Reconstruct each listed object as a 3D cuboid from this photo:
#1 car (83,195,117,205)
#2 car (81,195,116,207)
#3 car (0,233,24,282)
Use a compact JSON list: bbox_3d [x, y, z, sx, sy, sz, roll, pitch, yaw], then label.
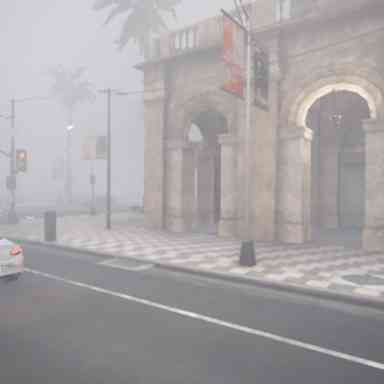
[{"bbox_3d":[-14.173,1.199,51.362,2.161,1.482,4.786,1,0,35],"label":"car"},{"bbox_3d":[-12.024,1.240,43.046,1.837,1.490,4.892,1,0,36],"label":"car"},{"bbox_3d":[-5.959,1.453,8.219,4.674,1.442,1.812,1,0,36],"label":"car"}]
